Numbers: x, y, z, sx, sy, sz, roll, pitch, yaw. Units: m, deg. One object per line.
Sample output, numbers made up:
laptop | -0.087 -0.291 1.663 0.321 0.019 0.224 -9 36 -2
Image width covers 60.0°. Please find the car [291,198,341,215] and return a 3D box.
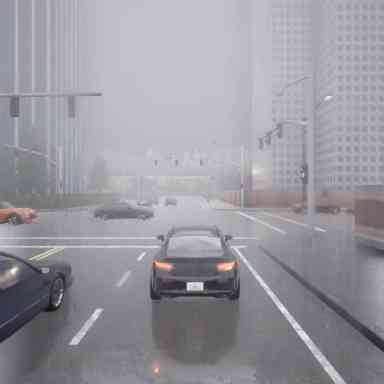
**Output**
car | 12.371 1.352 33.470 4.553 1.767 2.097 0 0 0

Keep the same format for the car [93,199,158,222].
car | -5.322 1.525 26.082 4.674 1.442 1.812 0 0 -1

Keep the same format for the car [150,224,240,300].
car | 0.067 1.526 8.262 1.812 1.442 4.674 0 0 0

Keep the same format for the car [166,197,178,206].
car | -3.461 1.547 56.251 2.033 1.411 5.357 0 0 0

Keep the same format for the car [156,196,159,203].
car | -7.145 1.491 60.276 2.128 1.511 4.902 0 0 0

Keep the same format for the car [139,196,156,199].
car | -7.158 1.491 50.214 2.128 1.511 4.902 0 0 0

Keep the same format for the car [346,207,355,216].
car | 16.846 1.547 29.953 5.357 1.411 2.033 0 0 0

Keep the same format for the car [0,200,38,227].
car | -12.899 1.351 22.457 4.553 1.767 2.097 0 0 -1

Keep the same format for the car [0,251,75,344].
car | -3.447 1.547 4.665 2.033 1.411 5.357 0 0 0
